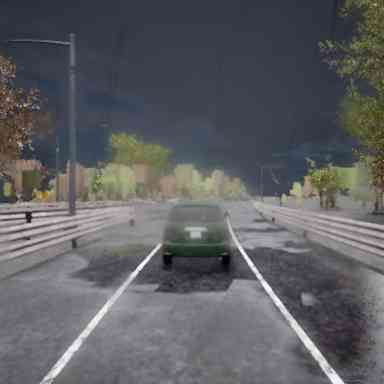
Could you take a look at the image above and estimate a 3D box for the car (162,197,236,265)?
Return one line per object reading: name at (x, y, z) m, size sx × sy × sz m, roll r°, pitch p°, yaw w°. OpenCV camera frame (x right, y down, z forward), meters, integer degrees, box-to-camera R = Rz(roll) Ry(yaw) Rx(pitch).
car at (0.230, 1.337, 12.280) m, size 2.150 × 2.045 × 5.566 m, roll 0°, pitch 0°, yaw 3°
